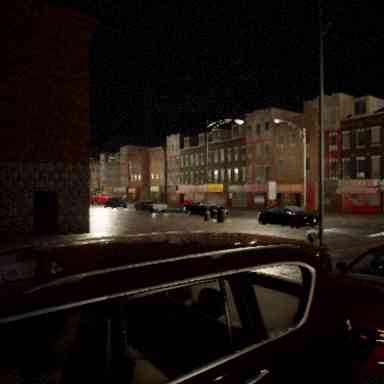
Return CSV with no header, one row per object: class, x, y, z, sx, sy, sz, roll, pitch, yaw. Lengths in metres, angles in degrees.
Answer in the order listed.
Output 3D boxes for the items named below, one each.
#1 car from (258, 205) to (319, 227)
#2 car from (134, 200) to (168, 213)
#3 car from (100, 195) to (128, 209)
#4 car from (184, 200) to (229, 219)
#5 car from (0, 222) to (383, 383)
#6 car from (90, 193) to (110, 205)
car,6.319,1.569,21.834,1.994,1.385,4.181,0,0,-35
car,-4.625,1.595,37.241,1.895,1.301,4.718,0,0,-35
car,-10.540,1.523,45.633,1.812,1.442,4.674,0,0,-35
car,1.206,1.489,29.025,2.128,1.511,4.902,0,0,-35
car,-0.907,1.315,2.172,5.009,1.841,2.192,0,0,-36
car,-15.881,1.206,58.149,2.150,2.045,5.566,0,0,-35
